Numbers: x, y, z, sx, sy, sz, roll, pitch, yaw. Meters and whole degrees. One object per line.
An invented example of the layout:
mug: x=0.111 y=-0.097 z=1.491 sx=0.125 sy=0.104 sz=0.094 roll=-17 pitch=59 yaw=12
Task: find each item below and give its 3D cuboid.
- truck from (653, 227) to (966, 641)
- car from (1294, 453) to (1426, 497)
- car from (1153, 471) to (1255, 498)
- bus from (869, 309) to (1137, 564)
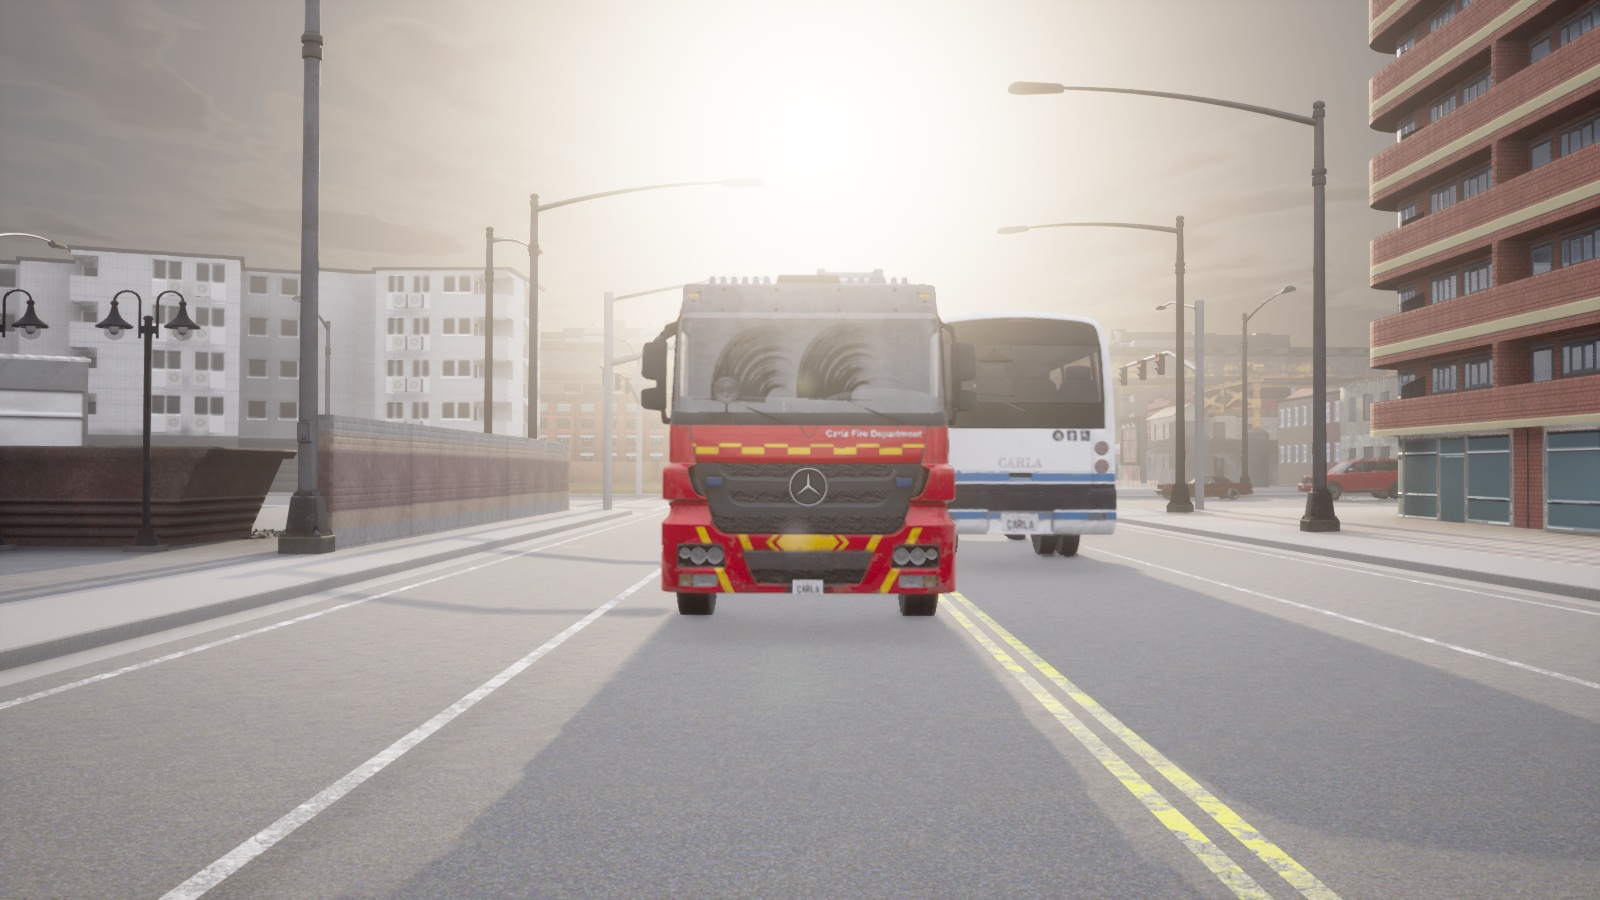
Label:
truck: x=0.104 y=-0.085 z=15.877 sx=2.891 sy=3.827 sz=8.468 roll=0 pitch=-1 yaw=0
car: x=27.835 y=1.248 z=62.571 sx=5.566 sy=2.045 sz=2.150 roll=-1 pitch=-1 yaw=0
car: x=21.271 y=1.809 z=66.245 sx=4.718 sy=1.301 sz=1.895 roll=-1 pitch=-1 yaw=1
bus: x=3.660 y=-0.139 z=26.109 sx=3.944 sy=4.253 sz=10.273 roll=0 pitch=-1 yaw=0
